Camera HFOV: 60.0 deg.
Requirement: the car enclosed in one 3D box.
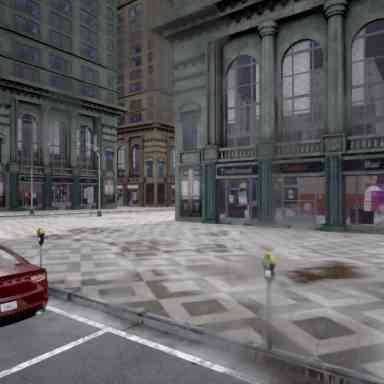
[{"bbox_3d":[-4.501,1.545,6.182,4.507,1.381,1.887,0,0,35],"label":"car"}]
